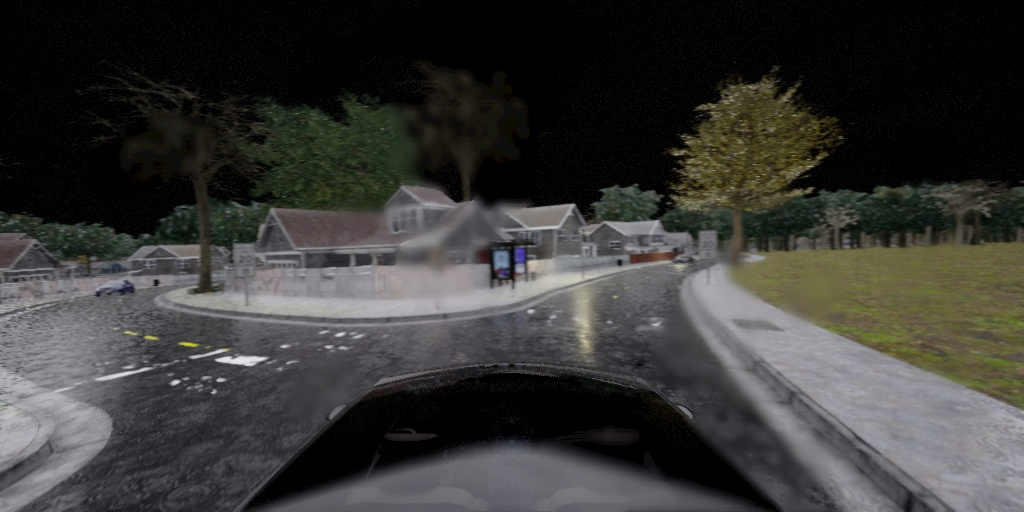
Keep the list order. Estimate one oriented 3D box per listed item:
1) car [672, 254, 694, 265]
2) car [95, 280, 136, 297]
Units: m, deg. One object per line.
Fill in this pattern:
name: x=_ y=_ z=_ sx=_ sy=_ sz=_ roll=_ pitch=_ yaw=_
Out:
car: x=23.087 y=0.491 z=48.359 sx=1.994 sy=1.385 sz=4.181 roll=-1 pitch=1 yaw=40
car: x=-38.291 y=3.052 z=34.720 sx=1.812 sy=1.442 sz=4.674 roll=-3 pitch=0 yaw=-34
